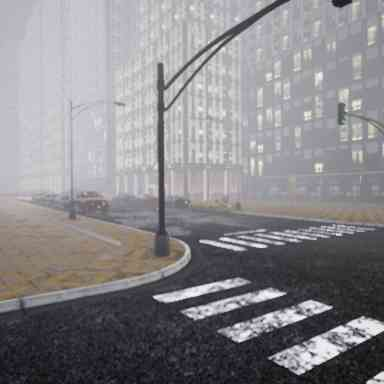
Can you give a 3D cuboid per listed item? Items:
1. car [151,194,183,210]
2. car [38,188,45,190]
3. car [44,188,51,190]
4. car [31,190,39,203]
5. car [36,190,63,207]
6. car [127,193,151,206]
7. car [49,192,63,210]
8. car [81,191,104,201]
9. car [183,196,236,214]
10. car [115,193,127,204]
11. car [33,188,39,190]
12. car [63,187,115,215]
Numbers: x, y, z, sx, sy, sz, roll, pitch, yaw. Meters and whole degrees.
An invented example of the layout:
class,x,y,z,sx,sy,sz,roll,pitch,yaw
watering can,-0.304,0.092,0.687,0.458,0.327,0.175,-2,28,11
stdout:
class,x,y,z,sx,sy,sz,roll,pitch,yaw
car,-1.748,0.957,32.090,1.947,1.339,4.313,1,1,-36
car,-31.620,-0.002,72.903,1.887,1.381,4.507,1,1,-36
car,-28.301,0.108,68.368,2.008,1.369,4.403,1,1,-36
car,-18.462,0.739,40.738,1.802,1.307,4.206,1,1,-36
car,-15.143,0.806,36.203,1.887,1.381,4.507,1,1,-36
car,-5.067,0.868,36.625,1.802,1.307,4.206,1,1,-36
car,-11.825,0.932,31.669,1.947,1.339,4.313,1,1,-36
car,-15.025,0.539,50.229,1.947,1.339,4.313,1,1,-36
car,1.540,1.017,27.747,1.752,1.417,4.829,1,1,-36
car,-8.387,0.748,41.159,1.947,1.339,4.313,1,1,-36
car,-34.938,-0.210,77.437,1.967,1.590,4.097,1,1,-36
car,-8.501,0.786,27.133,2.192,1.841,5.009,1,1,-36
